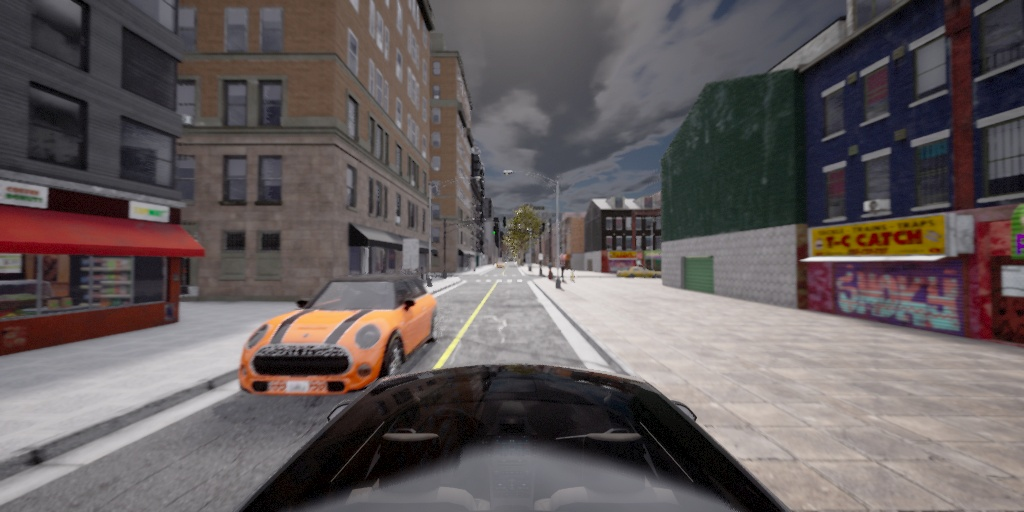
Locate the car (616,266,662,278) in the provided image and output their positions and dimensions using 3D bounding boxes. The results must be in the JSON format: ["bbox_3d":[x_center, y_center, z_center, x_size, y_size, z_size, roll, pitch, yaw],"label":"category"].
[{"bbox_3d":[13.889,1.794,38.930,4.829,1.417,1.751,0,0,0],"label":"car"}]

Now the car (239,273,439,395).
[{"bbox_3d":[-2.847,1.170,7.011,2.097,1.767,4.553,0,-1,0],"label":"car"}]

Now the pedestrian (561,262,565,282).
[{"bbox_3d":[4.513,1.408,32.176,0.375,1.860,0.375,0,-1,0],"label":"pedestrian"}]

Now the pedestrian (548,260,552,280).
[{"bbox_3d":[3.513,1.273,33.379,0.375,1.860,0.375,0,-1,0],"label":"pedestrian"}]

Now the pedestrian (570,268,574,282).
[{"bbox_3d":[5.513,1.682,32.771,0.375,1.300,0.375,0,-1,0],"label":"pedestrian"}]
